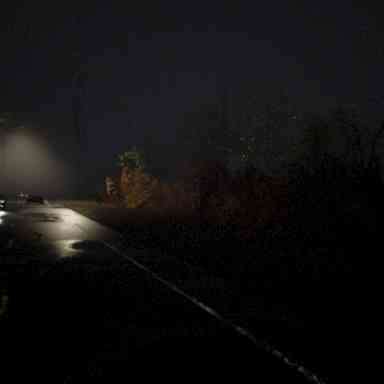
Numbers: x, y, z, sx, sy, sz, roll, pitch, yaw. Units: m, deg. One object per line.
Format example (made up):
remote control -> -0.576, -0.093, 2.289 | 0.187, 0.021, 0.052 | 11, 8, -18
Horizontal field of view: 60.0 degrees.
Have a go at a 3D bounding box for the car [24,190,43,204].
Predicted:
car -> -21.228, 0.830, 45.041 | 1.994, 1.385, 4.181 | 2, 0, -26

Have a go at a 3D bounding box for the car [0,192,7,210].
car -> -18.249, 0.713, 30.604 | 2.097, 1.767, 4.553 | 2, 0, -27

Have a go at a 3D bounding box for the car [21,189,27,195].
car -> -42.464, -0.039, 84.972 | 1.837, 1.490, 4.892 | 2, 0, -21
